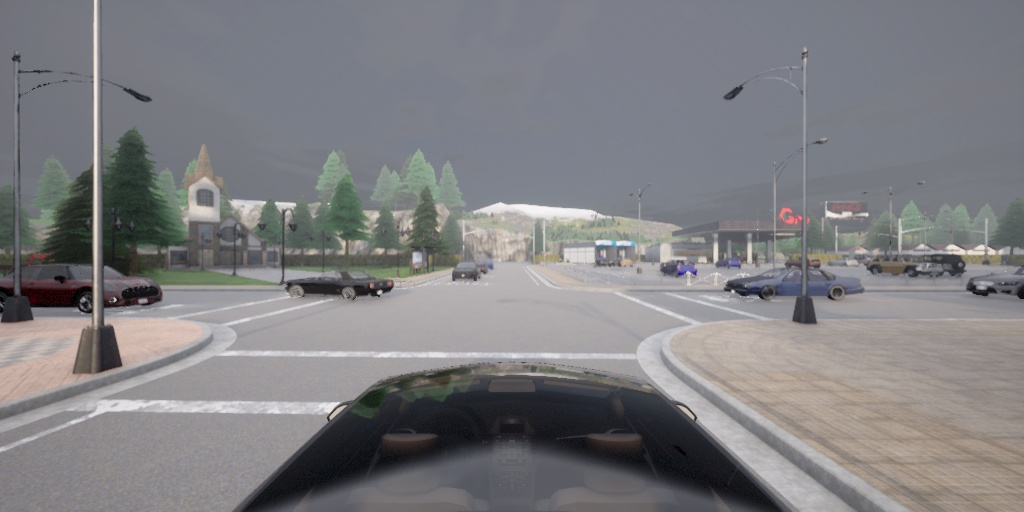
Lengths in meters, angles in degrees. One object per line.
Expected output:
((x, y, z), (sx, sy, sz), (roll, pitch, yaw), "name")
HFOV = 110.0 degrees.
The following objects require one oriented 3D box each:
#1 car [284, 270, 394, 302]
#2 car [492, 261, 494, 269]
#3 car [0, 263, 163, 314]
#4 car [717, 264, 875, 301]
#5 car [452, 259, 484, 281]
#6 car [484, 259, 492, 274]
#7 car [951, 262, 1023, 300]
((-7.971, 1.304, 16.476), (4.718, 1.301, 1.895), (0, 0, 17), "car")
((-3.539, 1.103, 49.092), (1.882, 1.535, 5.008), (0, 0, 0), "car")
((-15.677, 1.057, 13.085), (4.553, 1.767, 2.097), (0, 0, 1), "car")
((12.838, 1.244, 16.482), (5.357, 1.411, 2.033), (0, 0, 1), "car")
((-3.571, 1.156, 28.809), (1.882, 1.535, 5.008), (0, 0, 0), "car")
((-3.562, 1.200, 38.691), (2.033, 1.411, 5.357), (0, 0, 0), "car")
((23.912, 1.189, 16.358), (4.902, 1.511, 2.128), (0, 0, 1), "car")
